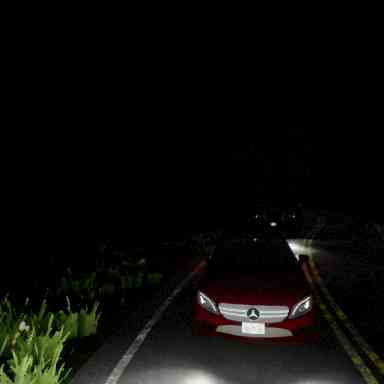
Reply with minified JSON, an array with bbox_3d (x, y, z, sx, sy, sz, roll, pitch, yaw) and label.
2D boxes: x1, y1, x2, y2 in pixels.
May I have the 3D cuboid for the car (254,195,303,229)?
[{"bbox_3d":[4.998,1.214,18.842,2.150,2.045,5.566,-2,-1,22],"label":"car"}]

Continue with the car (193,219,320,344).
[{"bbox_3d":[1.229,1.534,6.670,1.812,1.442,4.674,-1,0,11],"label":"car"}]
